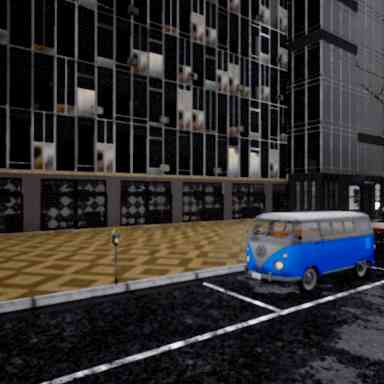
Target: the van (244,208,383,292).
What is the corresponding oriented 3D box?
[{"bbox_3d":[3.189,1.414,8.837,3.998,1.788,1.690,1,-1,-35],"label":"van"}]
